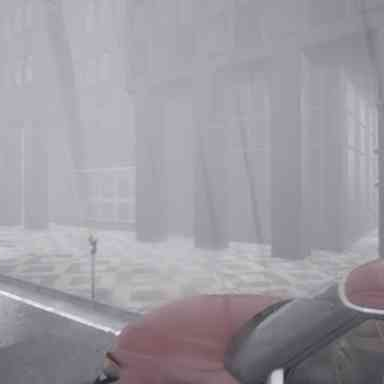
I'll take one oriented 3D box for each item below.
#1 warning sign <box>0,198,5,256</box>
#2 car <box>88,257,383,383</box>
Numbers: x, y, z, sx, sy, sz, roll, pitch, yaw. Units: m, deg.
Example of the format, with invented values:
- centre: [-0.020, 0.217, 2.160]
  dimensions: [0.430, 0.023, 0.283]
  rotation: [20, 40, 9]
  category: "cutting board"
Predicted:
- centre: [-6.973, 1.151, 10.736]
  dimensions: [1.060, 1.860, 1.300]
  rotation: [0, 0, 35]
  category: "warning sign"
- centre: [1.575, 1.314, 1.848]
  dimensions: [5.009, 1.841, 2.192]
  rotation: [0, 0, 35]
  category: "car"
